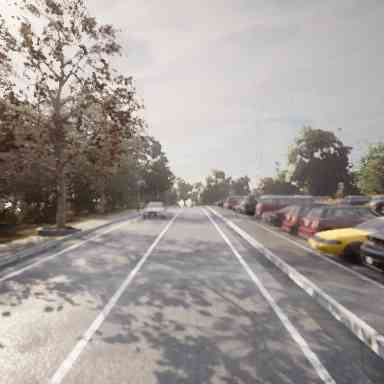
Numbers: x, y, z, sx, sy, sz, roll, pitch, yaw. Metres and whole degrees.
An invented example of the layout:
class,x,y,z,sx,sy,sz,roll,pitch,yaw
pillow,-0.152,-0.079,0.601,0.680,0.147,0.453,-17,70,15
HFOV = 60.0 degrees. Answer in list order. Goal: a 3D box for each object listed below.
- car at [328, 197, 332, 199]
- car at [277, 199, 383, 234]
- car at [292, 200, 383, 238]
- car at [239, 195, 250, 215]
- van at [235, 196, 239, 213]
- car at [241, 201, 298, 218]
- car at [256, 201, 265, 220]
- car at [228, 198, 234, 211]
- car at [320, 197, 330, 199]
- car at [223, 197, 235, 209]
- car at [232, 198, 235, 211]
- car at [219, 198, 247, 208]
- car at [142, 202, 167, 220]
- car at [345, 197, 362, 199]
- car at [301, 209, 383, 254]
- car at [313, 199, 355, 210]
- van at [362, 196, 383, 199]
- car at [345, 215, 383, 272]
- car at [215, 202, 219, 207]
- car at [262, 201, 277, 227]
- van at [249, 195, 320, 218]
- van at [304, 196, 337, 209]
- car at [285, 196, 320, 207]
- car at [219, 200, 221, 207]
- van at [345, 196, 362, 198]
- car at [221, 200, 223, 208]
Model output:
class,x,y,z,sx,sy,sz,roll,pitch,yaw
car,20.184,1.713,41.742,4.892,1.521,2.231,0,-1,0
car,7.021,1.377,16.989,4.553,1.767,2.185,0,0,0
car,7.015,1.376,14.213,4.553,1.767,2.185,0,0,0
car,7.107,1.254,28.094,5.566,2.045,2.435,0,0,0
van,6.975,1.355,33.629,4.442,1.987,1.878,0,-1,0
car,7.114,1.565,30.843,4.792,1.488,2.163,0,0,0
car,7.068,1.544,22.541,4.674,1.452,2.002,0,0,0
car,7.074,1.701,39.178,4.792,1.488,2.163,0,-1,0
car,20.191,1.757,44.511,5.008,1.535,2.097,0,-1,0
car,7.123,1.762,44.729,5.008,1.535,2.097,0,-1,0
car,7.100,1.666,36.401,4.674,1.452,2.002,0,-1,0
car,7.181,1.866,58.605,4.553,1.767,2.185,0,-1,0
car,-3.230,1.619,29.501,1.812,1.442,4.674,0,0,0
car,19.993,1.618,36.201,5.366,1.575,1.946,0,-1,0
car,6.854,1.498,11.437,5.366,1.575,1.946,0,0,0
car,20.198,1.804,47.407,5.008,1.535,2.097,0,-1,0
van,20.054,1.350,33.437,4.442,1.987,1.878,0,-1,0
car,7.027,1.501,8.660,4.892,1.521,2.231,0,0,0
car,7.115,1.692,55.836,5.566,2.045,2.435,0,-1,0
car,7.053,1.503,19.765,5.008,1.535,2.097,0,0,0
van,6.955,1.279,25.318,4.442,1.987,1.878,0,0,0
van,20.333,1.667,52.825,4.442,1.987,1.878,0,-1,0
car,20.263,1.785,61.132,5.566,2.045,2.435,0,-1,0
car,7.166,1.927,53.055,4.792,1.488,2.163,0,-1,0
van,20.301,1.440,38.975,4.442,1.987,1.878,0,-1,0
car,7.133,1.893,50.280,4.674,1.452,2.002,0,-1,0
